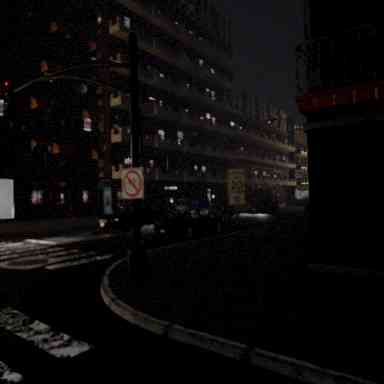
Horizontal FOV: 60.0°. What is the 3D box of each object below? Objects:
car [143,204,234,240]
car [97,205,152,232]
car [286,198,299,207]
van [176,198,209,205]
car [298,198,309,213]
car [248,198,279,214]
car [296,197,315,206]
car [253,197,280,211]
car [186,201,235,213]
[{"bbox_3d":[-0.035,1.496,16.501,2.008,1.369,4.403,-2,-1,36],"label":"car"},{"bbox_3d":[-3.662,1.582,20.751,2.128,1.511,4.902,-2,-1,35],"label":"car"},{"bbox_3d":[16.253,1.607,52.611,1.752,1.417,4.829,-2,-1,36],"label":"car"},{"bbox_3d":[0.075,1.477,30.146,1.690,1.788,3.998,-2,-1,36],"label":"van"},{"bbox_3d":[12.984,1.463,34.585,1.947,1.339,4.313,-2,-1,36],"label":"car"},{"bbox_3d":[7.867,1.573,36.728,1.812,1.442,4.674,-2,-1,36],"label":"car"},{"bbox_3d":[19.608,1.638,57.269,1.947,1.339,4.313,-2,-1,36],"label":"car"},{"bbox_3d":[9.841,1.542,43.708,1.967,1.590,4.097,-2,-1,36],"label":"car"},{"bbox_3d":[1.809,1.670,28.328,1.895,1.301,4.718,-2,-1,36],"label":"car"}]
